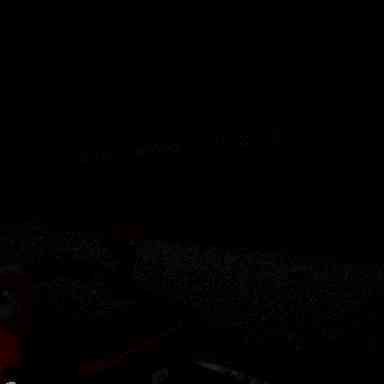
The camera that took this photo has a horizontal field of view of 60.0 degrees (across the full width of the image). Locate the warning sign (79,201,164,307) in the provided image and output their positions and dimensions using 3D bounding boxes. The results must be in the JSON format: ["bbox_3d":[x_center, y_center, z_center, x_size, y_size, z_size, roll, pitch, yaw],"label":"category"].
[{"bbox_3d":[-1.414,1.140,6.793,1.060,1.860,1.300,-1,0,35],"label":"warning sign"}]

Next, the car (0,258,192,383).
[{"bbox_3d":[-2.111,1.565,4.363,4.507,1.381,1.887,0,-1,36],"label":"car"}]
